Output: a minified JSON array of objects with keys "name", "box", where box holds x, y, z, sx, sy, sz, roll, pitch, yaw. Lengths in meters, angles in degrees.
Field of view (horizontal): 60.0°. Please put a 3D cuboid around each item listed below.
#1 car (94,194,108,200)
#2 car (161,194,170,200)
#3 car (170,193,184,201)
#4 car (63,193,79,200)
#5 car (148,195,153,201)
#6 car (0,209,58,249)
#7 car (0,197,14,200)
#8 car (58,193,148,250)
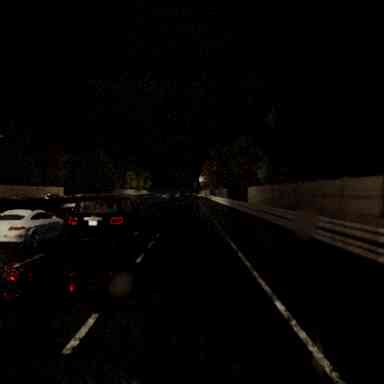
[{"name":"car","box":[-21.009,1.094,77.083,1.812,1.442,4.674,1,0,0]},{"name":"car","box":[-7.015,1.487,87.384,2.033,1.411,5.357,1,0,0]},{"name":"car","box":[-3.513,1.520,79.779,2.033,1.411,5.357,1,0,0]},{"name":"car","box":[-28.008,1.025,77.080,1.812,1.442,4.674,1,0,0]},{"name":"car","box":[-10.512,1.463,79.323,1.994,1.385,4.181,1,0,0]},{"name":"car","box":[-6.995,1.459,14.186,1.812,1.442,4.674,1,0,0]},{"name":"car","box":[-21.011,1.275,36.416,1.882,1.535,5.008,1,0,0]},{"name":"car","box":[-3.490,1.190,14.386,2.150,2.045,5.566,1,0,0]}]
